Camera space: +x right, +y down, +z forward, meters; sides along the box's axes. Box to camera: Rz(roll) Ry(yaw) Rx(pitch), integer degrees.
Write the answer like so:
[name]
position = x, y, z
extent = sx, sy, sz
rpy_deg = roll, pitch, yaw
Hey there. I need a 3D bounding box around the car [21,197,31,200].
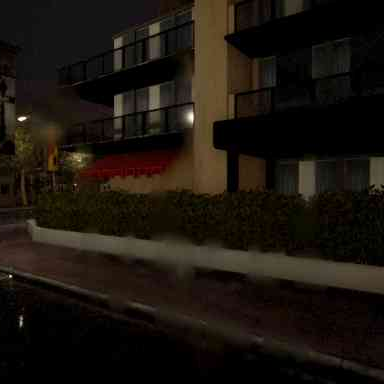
[car]
position = -35.606, 1.481, 67.647
extent = 4.892, 1.521, 2.231
rpy_deg = 0, 0, 36
